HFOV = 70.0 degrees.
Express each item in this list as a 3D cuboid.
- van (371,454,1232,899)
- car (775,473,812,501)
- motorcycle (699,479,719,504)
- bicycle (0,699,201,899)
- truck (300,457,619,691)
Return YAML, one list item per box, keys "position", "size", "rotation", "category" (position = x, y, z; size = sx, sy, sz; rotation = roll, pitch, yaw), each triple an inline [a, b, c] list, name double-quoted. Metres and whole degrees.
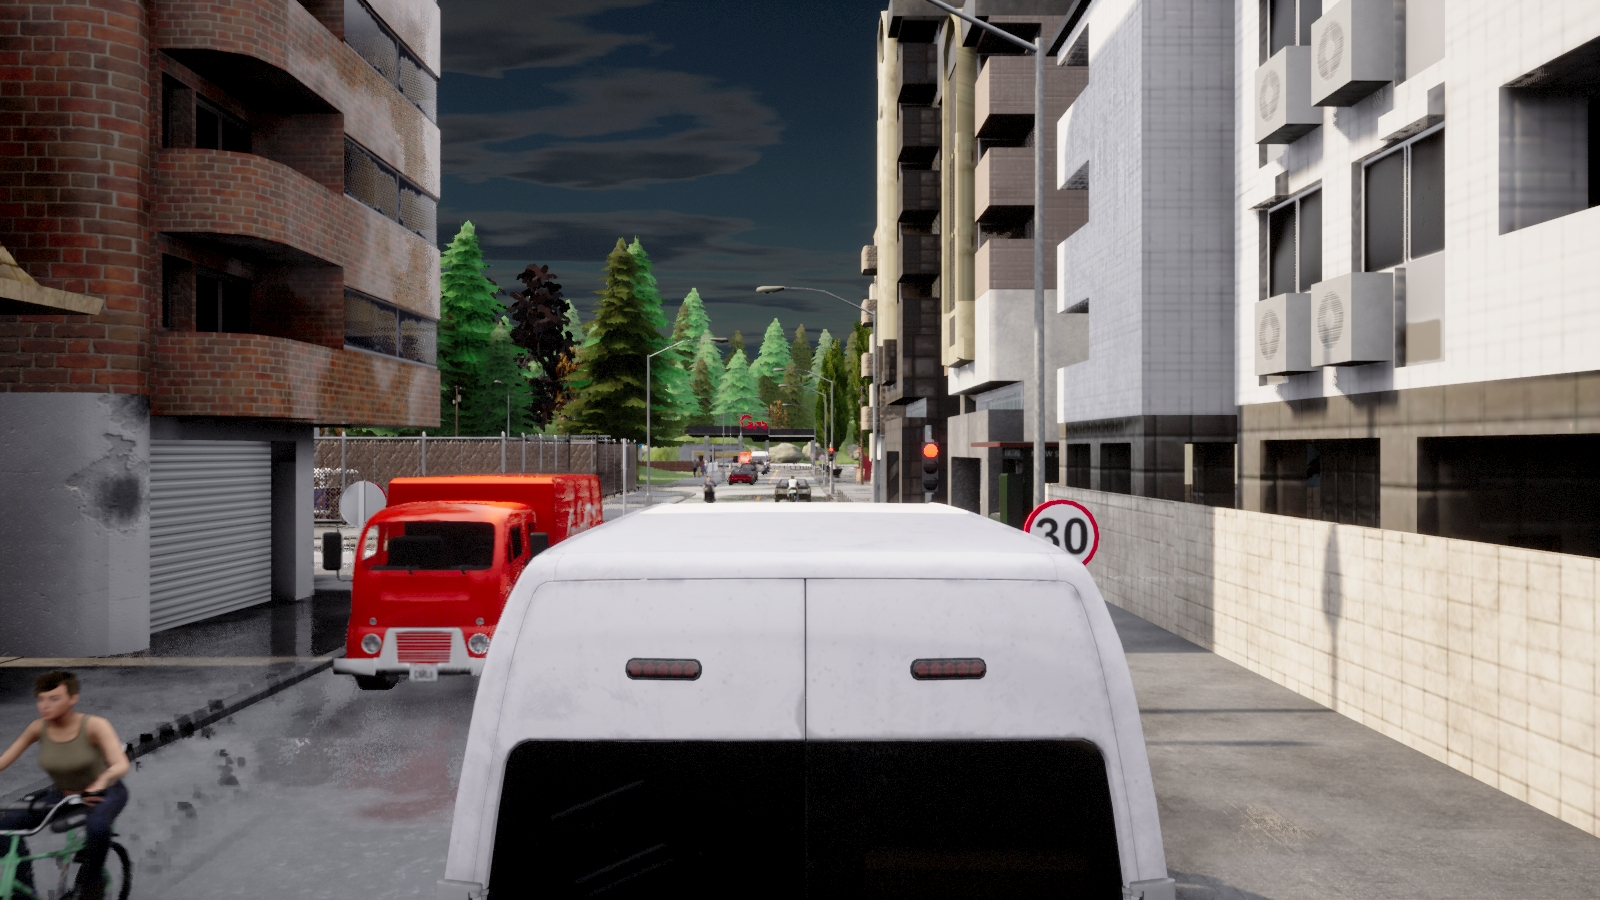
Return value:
- position: [-0.009, 1.312, 5.597]
  size: [1.988, 2.561, 5.915]
  rotation: [0, 0, 0]
  category: "van"
- position: [-0.339, 1.912, 60.159]
  size: [1.895, 1.301, 4.718]
  rotation: [0, 0, 0]
  category: "car"
- position: [-4.350, 1.972, 54.548]
  size: [0.803, 1.145, 2.033]
  rotation: [0, 0, 0]
  category: "motorcycle"
- position: [-4.016, 2.033, 6.110]
  size: [0.859, 1.080, 1.487]
  rotation: [0, 0, -1]
  category: "bicycle"
- position: [-4.055, 1.342, 14.848]
  size: [2.627, 2.467, 5.204]
  rotation: [0, 0, 0]
  category: "truck"
